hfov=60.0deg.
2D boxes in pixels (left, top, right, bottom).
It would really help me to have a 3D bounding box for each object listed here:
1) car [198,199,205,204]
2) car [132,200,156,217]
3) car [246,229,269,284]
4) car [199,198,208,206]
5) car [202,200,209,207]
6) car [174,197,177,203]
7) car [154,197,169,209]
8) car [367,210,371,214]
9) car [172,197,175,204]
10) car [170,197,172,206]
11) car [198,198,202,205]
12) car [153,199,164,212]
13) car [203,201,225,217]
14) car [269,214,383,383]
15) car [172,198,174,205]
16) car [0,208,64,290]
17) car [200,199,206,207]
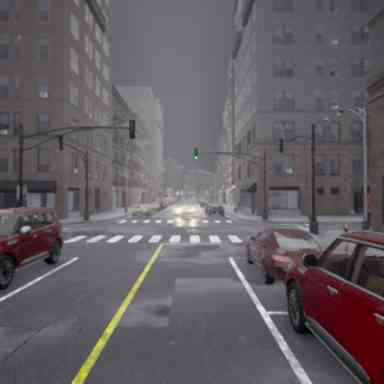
[{"bbox_3d":[2.610,2.551,91.410,1.887,1.381,4.507,0,-1,0],"label":"car"},{"bbox_3d":[-5.426,1.924,36.421,1.752,1.417,4.829,0,-1,0],"label":"car"},{"bbox_3d":[2.635,1.688,9.586,1.802,1.307,4.206,0,-1,0],"label":"car"},{"bbox_3d":[2.615,2.264,74.966,1.967,1.590,4.097,0,-1,0],"label":"car"},{"bbox_3d":[2.625,2.006,42.075,1.887,1.381,4.507,0,-1,0],"label":"car"},{"bbox_3d":[-5.424,2.199,80.447,2.192,1.841,5.009,0,-1,0],"label":"car"},{"bbox_3d":[-5.425,1.896,53.038,2.192,1.841,5.009,0,-1,0],"label":"car"},{"bbox_3d":[13.880,1.670,21.894,4.892,1.490,1.837,0,-1,0],"label":"car"},{"bbox_3d":[-5.424,2.389,74.963,1.947,1.339,4.313,0,-1,0],"label":"car"},{"bbox_3d":[-5.425,2.142,64.000,1.967,1.590,4.097,0,-1,0],"label":"car"},{"bbox_3d":[2.618,2.253,64.001,2.008,1.369,4.403,0,-1,0],"label":"car"},{"bbox_3d":[-5.426,2.044,47.384,1.752,1.417,4.829,0,-1,0],"label":"car"},{"bbox_3d":[2.627,1.952,36.594,2.008,1.369,4.403,0,-1,0],"label":"car"},{"bbox_3d":[2.637,1.360,3.910,2.192,1.841,5.009,0,-1,0],"label":"car"},{"bbox_3d":[-5.425,2.313,69.481,2.008,1.369,4.403,0,-1,0],"label":"car"},{"bbox_3d":[-5.403,1.421,9.588,2.192,1.841,5.009,0,-1,0],"label":"car"},{"bbox_3d":[2.624,2.072,47.556,2.008,1.369,4.403,0,-1,0],"label":"car"}]
